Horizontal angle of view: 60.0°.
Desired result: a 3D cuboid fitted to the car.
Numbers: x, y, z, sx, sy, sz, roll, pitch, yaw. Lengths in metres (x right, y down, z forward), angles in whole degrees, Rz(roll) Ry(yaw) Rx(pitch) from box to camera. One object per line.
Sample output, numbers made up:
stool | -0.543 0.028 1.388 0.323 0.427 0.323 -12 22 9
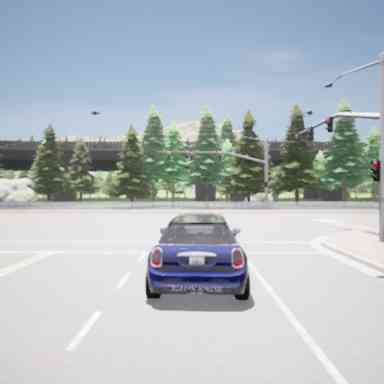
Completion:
car | 0.195 1.331 8.498 2.097 1.767 4.553 0 0 3
